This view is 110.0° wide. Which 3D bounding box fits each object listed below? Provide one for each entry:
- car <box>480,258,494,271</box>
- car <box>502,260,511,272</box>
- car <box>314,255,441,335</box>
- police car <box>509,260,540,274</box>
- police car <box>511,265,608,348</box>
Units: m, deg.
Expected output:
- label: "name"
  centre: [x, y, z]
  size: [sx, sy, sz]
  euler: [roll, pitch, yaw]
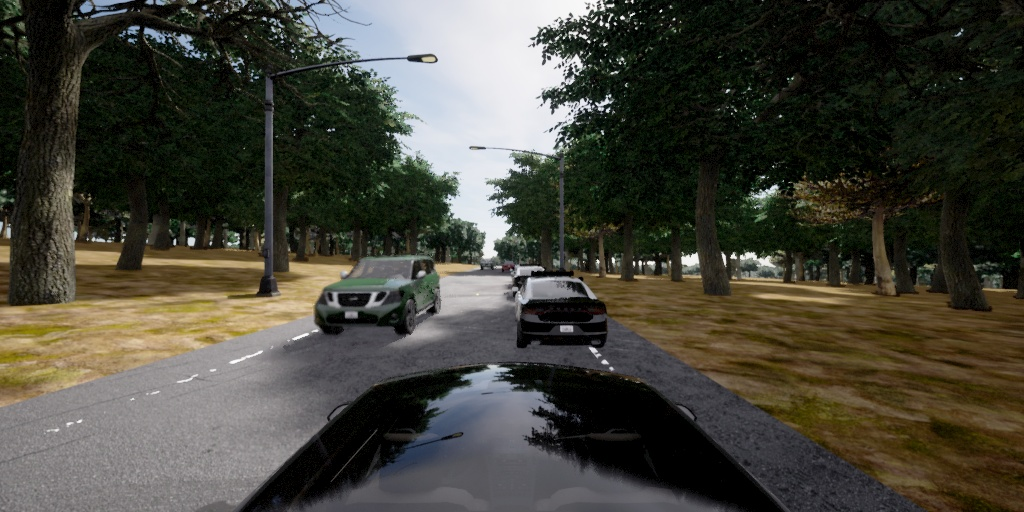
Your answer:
- label: "car"
  centre: [-4.150, 1.359, 59.930]
  size: [2.150, 2.045, 5.566]
  euler: [0, -1, -1]
- label: "car"
  centre: [-0.421, 1.405, 51.669]
  size: [2.097, 1.767, 4.553]
  euler: [0, -1, -1]
- label: "car"
  centre: [-3.638, 0.990, 10.902]
  size: [2.150, 2.045, 5.566]
  euler: [0, 0, 0]
- label: "police car"
  centre: [0.966, 1.220, 19.440]
  size: [1.930, 1.638, 5.238]
  euler: [-1, 0, 0]
- label: "police car"
  centre: [1.033, 1.191, 9.426]
  size: [1.930, 1.638, 5.238]
  euler: [0, 0, 0]
